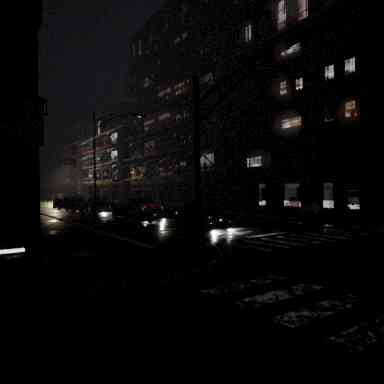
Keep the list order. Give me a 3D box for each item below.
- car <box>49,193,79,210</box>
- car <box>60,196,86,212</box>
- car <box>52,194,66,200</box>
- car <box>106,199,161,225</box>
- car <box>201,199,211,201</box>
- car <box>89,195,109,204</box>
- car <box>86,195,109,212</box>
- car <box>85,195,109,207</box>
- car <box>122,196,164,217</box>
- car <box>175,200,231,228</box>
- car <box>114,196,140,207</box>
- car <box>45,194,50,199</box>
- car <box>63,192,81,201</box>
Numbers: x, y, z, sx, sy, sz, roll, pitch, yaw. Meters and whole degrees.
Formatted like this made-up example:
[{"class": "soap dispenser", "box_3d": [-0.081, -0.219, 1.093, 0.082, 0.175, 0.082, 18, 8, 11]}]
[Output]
[{"class": "car", "box_3d": [-15.829, 1.312, 41.072, 1.967, 1.590, 4.097, -1, 1, -35]}, {"class": "car", "box_3d": [-12.607, 1.448, 36.392, 2.008, 1.369, 4.403, -1, 1, -35]}, {"class": "car", "box_3d": [-31.479, 1.124, 78.592, 2.008, 1.369, 4.403, -1, 1, -35]}, {"class": "car", "box_3d": [-4.373, 1.509, 24.201, 1.887, 1.381, 4.507, -1, 1, -35]}, {"class": "car", "box_3d": [0.820, 1.359, 31.844, 1.887, 1.381, 4.507, -1, 1, -35]}, {"class": "car", "box_3d": [-15.468, 1.216, 55.326, 1.752, 1.417, 4.829, -1, 1, -35]}, {"class": "car", "box_3d": [-9.873, 1.425, 36.994, 1.994, 1.385, 4.181, -1, 1, -35]}, {"class": "car", "box_3d": [-13.821, 1.266, 48.271, 1.837, 1.490, 4.892, -1, 1, -34]}, {"class": "car", "box_3d": [-4.277, 1.257, 28.848, 2.097, 1.767, 4.553, -1, 1, -35]}, {"class": "car", "box_3d": [0.618, 1.507, 21.743, 1.994, 1.385, 4.181, -1, 1, -34]}, {"class": "car", "box_3d": [-9.025, 1.266, 45.964, 1.752, 1.417, 4.829, -1, 1, -35]}, {"class": "car", "box_3d": [-34.797, 1.075, 83.413, 1.752, 1.417, 4.829, -1, 1, -35]}, {"class": "car", "box_3d": [-25.038, 0.935, 69.227, 2.192, 1.841, 5.009, -1, 1, -35]}]
